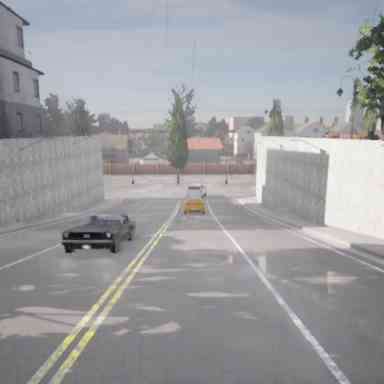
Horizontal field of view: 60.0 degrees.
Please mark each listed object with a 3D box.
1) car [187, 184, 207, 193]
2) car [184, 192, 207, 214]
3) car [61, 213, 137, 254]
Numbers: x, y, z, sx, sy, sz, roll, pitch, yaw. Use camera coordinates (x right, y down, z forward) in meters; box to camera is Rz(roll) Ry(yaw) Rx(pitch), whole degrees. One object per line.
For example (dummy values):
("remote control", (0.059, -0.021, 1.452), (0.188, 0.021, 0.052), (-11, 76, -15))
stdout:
("car", (0.646, -0.166, 46.568), (2.150, 2.045, 5.566), (1, 8, 9))
("car", (0.228, 1.166, 32.609), (1.882, 1.535, 5.008), (0, 4, 0))
("car", (-3.538, 1.538, 13.412), (1.895, 1.301, 4.718), (0, 0, 0))
